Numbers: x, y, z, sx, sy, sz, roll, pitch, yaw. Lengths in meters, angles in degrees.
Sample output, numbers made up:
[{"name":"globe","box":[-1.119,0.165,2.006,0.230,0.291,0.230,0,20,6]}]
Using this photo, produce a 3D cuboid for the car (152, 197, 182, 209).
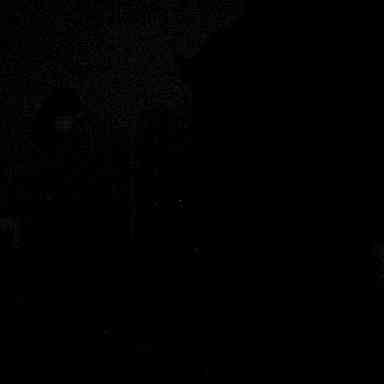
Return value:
[{"name":"car","box":[-3.117,1.370,41.954,1.994,1.385,4.181,0,0,36]}]

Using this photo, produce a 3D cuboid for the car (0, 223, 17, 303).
[{"name":"car","box":[-5.542,1.315,6.758,5.009,1.841,2.192,0,0,35]}]
